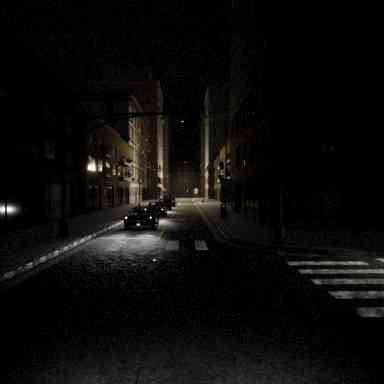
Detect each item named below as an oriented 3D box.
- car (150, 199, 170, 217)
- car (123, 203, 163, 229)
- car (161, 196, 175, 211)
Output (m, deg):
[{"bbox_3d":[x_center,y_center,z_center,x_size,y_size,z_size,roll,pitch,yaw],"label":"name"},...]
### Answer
[{"bbox_3d":[-3.324,1.591,30.905,1.895,1.301,4.718,0,0,-1],"label":"car"},{"bbox_3d":[-3.185,1.596,21.733,1.895,1.301,4.718,0,0,-1],"label":"car"},{"bbox_3d":[-3.444,1.547,40.179,1.994,1.385,4.181,0,0,0],"label":"car"}]
